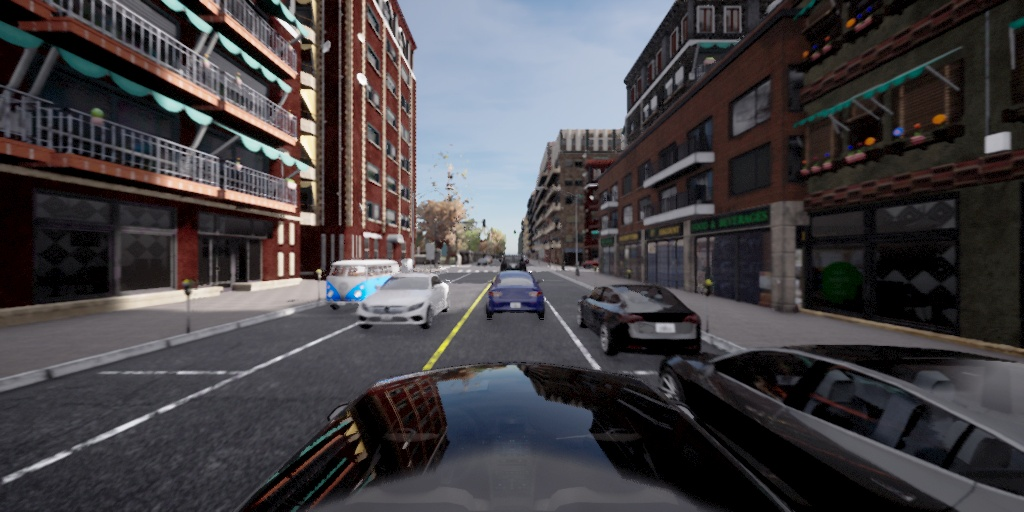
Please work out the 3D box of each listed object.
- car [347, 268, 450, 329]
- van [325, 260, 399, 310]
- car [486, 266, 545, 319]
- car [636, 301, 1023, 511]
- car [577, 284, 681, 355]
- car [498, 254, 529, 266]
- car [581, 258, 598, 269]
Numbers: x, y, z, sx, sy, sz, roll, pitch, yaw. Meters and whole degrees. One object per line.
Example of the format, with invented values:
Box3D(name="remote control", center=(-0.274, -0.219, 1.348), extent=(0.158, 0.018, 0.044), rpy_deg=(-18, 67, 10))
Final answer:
Box3D(name="car", center=(-3.097, 1.240, 11.183), extent=(1.812, 1.442, 4.674), rpy_deg=(0, 0, 0))
Box3D(name="van", center=(-5.687, 1.045, 14.047), extent=(1.690, 1.789, 3.998), rpy_deg=(0, 0, 0))
Box3D(name="car", center=(0.101, 1.236, 12.461), extent=(1.812, 1.442, 4.674), rpy_deg=(0, 0, 0))
Box3D(name="car", center=(2.693, 1.312, 2.723), extent=(1.948, 1.339, 4.313), rpy_deg=(0, 0, 0))
Box3D(name="car", center=(2.693, 1.291, 8.386), extent=(1.948, 1.339, 4.313), rpy_deg=(0, 0, 0))
Box3D(name="car", center=(0.104, 0.871, 30.235), extent=(2.150, 2.045, 5.566), rpy_deg=(0, 0, 0))
Box3D(name="car", center=(13.458, 1.174, 56.753), extent=(5.009, 1.841, 2.192), rpy_deg=(0, 0, -1))
